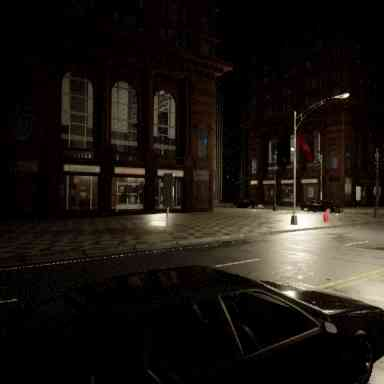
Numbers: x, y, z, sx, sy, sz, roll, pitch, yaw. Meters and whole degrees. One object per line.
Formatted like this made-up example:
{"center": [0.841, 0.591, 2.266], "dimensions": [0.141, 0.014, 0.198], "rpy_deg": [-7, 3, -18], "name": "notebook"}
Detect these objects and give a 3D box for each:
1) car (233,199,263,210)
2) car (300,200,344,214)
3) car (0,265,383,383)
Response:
{"center": [7.852, 1.734, 47.013], "dimensions": [1.837, 1.490, 4.892], "rpy_deg": [1, -1, -35], "name": "car"}
{"center": [14.590, 1.681, 37.523], "dimensions": [1.837, 1.490, 4.892], "rpy_deg": [1, -1, -35], "name": "car"}
{"center": [0.000, 1.547, 3.445], "dimensions": [5.357, 1.411, 2.033], "rpy_deg": [0, 0, -36], "name": "car"}
